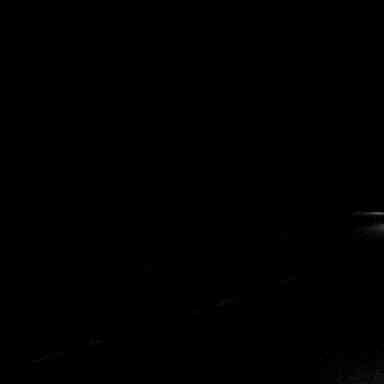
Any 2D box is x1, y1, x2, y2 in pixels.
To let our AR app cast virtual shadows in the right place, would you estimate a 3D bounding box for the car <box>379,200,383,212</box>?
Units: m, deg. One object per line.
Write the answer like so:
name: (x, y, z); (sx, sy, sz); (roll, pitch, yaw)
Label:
car: (23.207, 1.406, 38.740); (2.097, 1.767, 4.553); (0, 0, 37)
